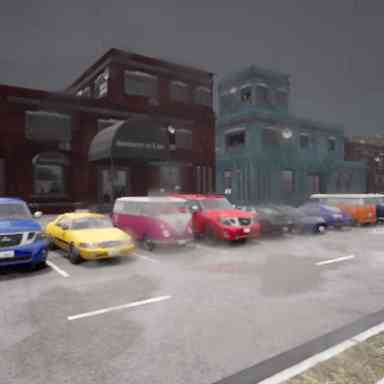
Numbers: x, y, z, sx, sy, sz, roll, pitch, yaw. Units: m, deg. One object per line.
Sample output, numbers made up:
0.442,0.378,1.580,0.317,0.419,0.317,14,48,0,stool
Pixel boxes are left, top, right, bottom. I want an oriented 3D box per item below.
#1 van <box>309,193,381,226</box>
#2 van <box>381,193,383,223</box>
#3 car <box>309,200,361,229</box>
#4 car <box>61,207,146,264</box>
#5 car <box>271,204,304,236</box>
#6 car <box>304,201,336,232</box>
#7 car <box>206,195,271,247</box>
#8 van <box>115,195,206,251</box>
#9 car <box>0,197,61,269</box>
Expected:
9.542,1.155,21.942,1.878,1.987,4.442,0,0,-35,van
11.939,1.148,23.364,1.878,1.987,4.442,0,0,-35,van
7.247,1.428,20.159,2.002,1.452,4.674,0,0,-35,car
-3.860,1.438,12.017,1.946,1.575,5.366,0,0,-35,car
2.825,1.407,17.002,2.231,1.521,4.892,0,0,-35,car
5.101,1.426,18.596,2.163,1.488,4.792,0,0,-35,car
0.573,1.165,15.369,2.435,2.045,5.566,0,0,-35,car
-1.637,1.203,13.685,1.878,1.987,4.442,0,0,-35,van
-6.214,1.204,10.531,2.435,2.045,5.566,0,0,-35,car
